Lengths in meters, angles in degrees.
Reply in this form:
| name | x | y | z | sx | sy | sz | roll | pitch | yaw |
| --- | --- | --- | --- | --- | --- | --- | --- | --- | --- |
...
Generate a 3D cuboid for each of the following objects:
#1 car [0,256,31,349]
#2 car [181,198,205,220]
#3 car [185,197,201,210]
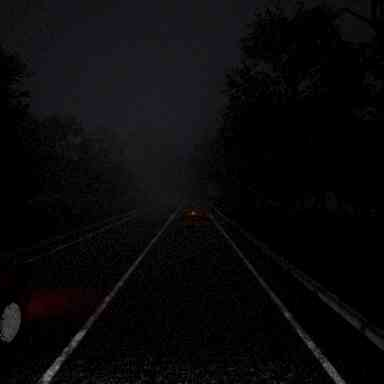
| name | x | y | z | sx | sy | sz | roll | pitch | yaw |
| --- | --- | --- | --- | --- | --- | --- | --- | --- | --- |
| car | -3.577 | 1.474 | 3.406 | 1.882 | 1.535 | 5.008 | 0 | 0 | 0 |
| car | 0.096 | 1.446 | 27.542 | 1.882 | 1.535 | 5.008 | 0 | 0 | 0 |
| car | 0.092 | 1.462 | 43.876 | 2.033 | 1.411 | 5.357 | 0 | 0 | 0 |
